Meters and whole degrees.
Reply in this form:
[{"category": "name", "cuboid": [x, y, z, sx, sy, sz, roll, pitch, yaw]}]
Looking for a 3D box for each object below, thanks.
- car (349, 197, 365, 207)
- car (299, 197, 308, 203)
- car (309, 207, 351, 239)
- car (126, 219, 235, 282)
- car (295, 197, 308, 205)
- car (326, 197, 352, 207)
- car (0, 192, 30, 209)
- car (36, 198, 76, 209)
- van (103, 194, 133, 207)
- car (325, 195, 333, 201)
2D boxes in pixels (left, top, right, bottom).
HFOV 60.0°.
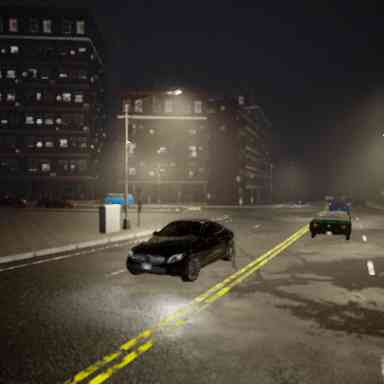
[{"category": "car", "cuboid": [27.888, 1.794, 55.770, 1.837, 1.490, 4.892, 0, 0, 22]}, {"category": "car", "cuboid": [27.893, 2.006, 83.051, 1.895, 1.301, 4.718, 0, 0, 20]}, {"category": "car", "cuboid": [7.606, 1.700, 18.067, 1.895, 1.301, 4.718, 0, 0, 26]}, {"category": "car", "cuboid": [-0.076, 1.582, 10.243, 1.812, 1.442, 4.674, 0, -1, 27]}, {"category": "car", "cuboid": [22.148, 1.879, 67.879, 2.128, 1.511, 4.902, 0, 0, 22]}, {"category": "car", "cuboid": [15.622, 1.667, 35.339, 1.882, 1.535, 5.008, 0, 0, 24]}, {"category": "car", "cuboid": [-20.747, 0.952, 36.733, 5.009, 1.841, 2.192, 1, -1, -4]}, {"category": "car", "cuboid": [-15.135, 1.308, 37.154, 4.206, 1.307, 1.802, 1, -1, -4]}, {"category": "van", "cuboid": [-10.049, 1.139, 45.949, 3.998, 1.788, 1.690, 1, -1, -4]}, {"category": "car", "cuboid": [34.596, 2.005, 82.456, 1.895, 1.301, 4.718, 0, 0, 20]}]
